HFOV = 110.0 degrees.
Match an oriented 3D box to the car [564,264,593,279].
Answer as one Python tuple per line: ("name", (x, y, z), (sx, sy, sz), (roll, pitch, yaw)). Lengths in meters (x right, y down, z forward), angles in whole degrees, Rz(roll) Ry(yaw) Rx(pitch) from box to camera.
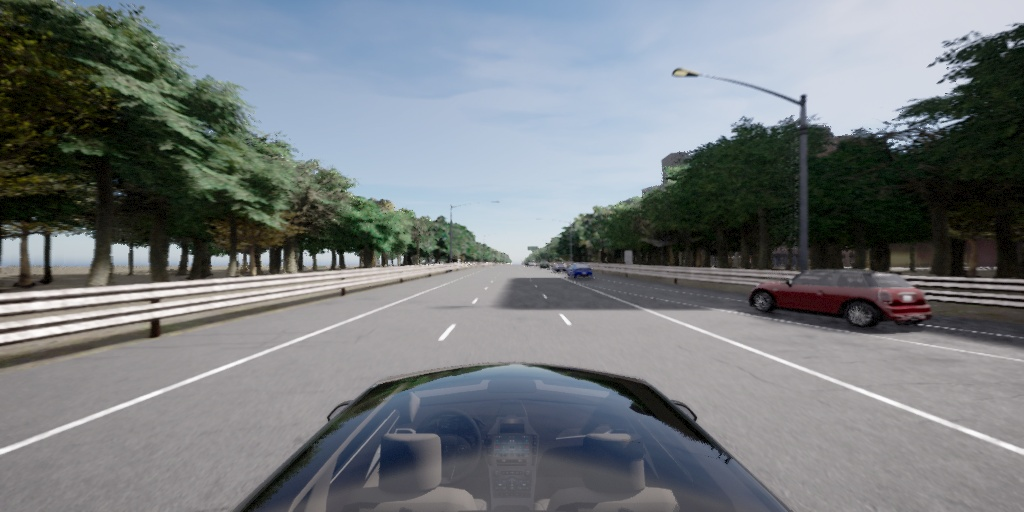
("car", (7.077, 1.549, 37.702), (1.882, 1.535, 5.008), (0, 0, -1))

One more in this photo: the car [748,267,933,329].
("car", (10.540, 1.216, 12.093), (2.097, 1.767, 4.553), (0, -1, -15))

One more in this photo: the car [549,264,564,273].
("car", (7.019, 1.806, 52.949), (1.895, 1.301, 4.718), (0, -1, 0))
